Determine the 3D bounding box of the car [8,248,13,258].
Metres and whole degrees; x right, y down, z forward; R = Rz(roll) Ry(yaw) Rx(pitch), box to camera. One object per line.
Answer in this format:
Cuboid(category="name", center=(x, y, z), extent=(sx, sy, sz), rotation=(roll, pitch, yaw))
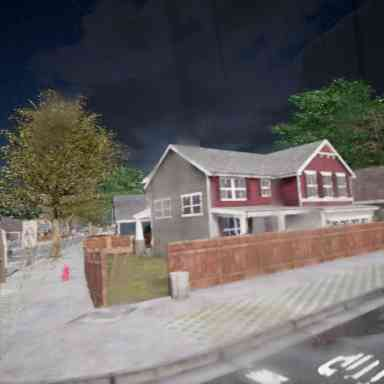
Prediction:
Cuboid(category="car", center=(-19.547, 6.116, 33.250), extent=(1.895, 1.301, 4.718), rotation=(-2, -6, -15))
